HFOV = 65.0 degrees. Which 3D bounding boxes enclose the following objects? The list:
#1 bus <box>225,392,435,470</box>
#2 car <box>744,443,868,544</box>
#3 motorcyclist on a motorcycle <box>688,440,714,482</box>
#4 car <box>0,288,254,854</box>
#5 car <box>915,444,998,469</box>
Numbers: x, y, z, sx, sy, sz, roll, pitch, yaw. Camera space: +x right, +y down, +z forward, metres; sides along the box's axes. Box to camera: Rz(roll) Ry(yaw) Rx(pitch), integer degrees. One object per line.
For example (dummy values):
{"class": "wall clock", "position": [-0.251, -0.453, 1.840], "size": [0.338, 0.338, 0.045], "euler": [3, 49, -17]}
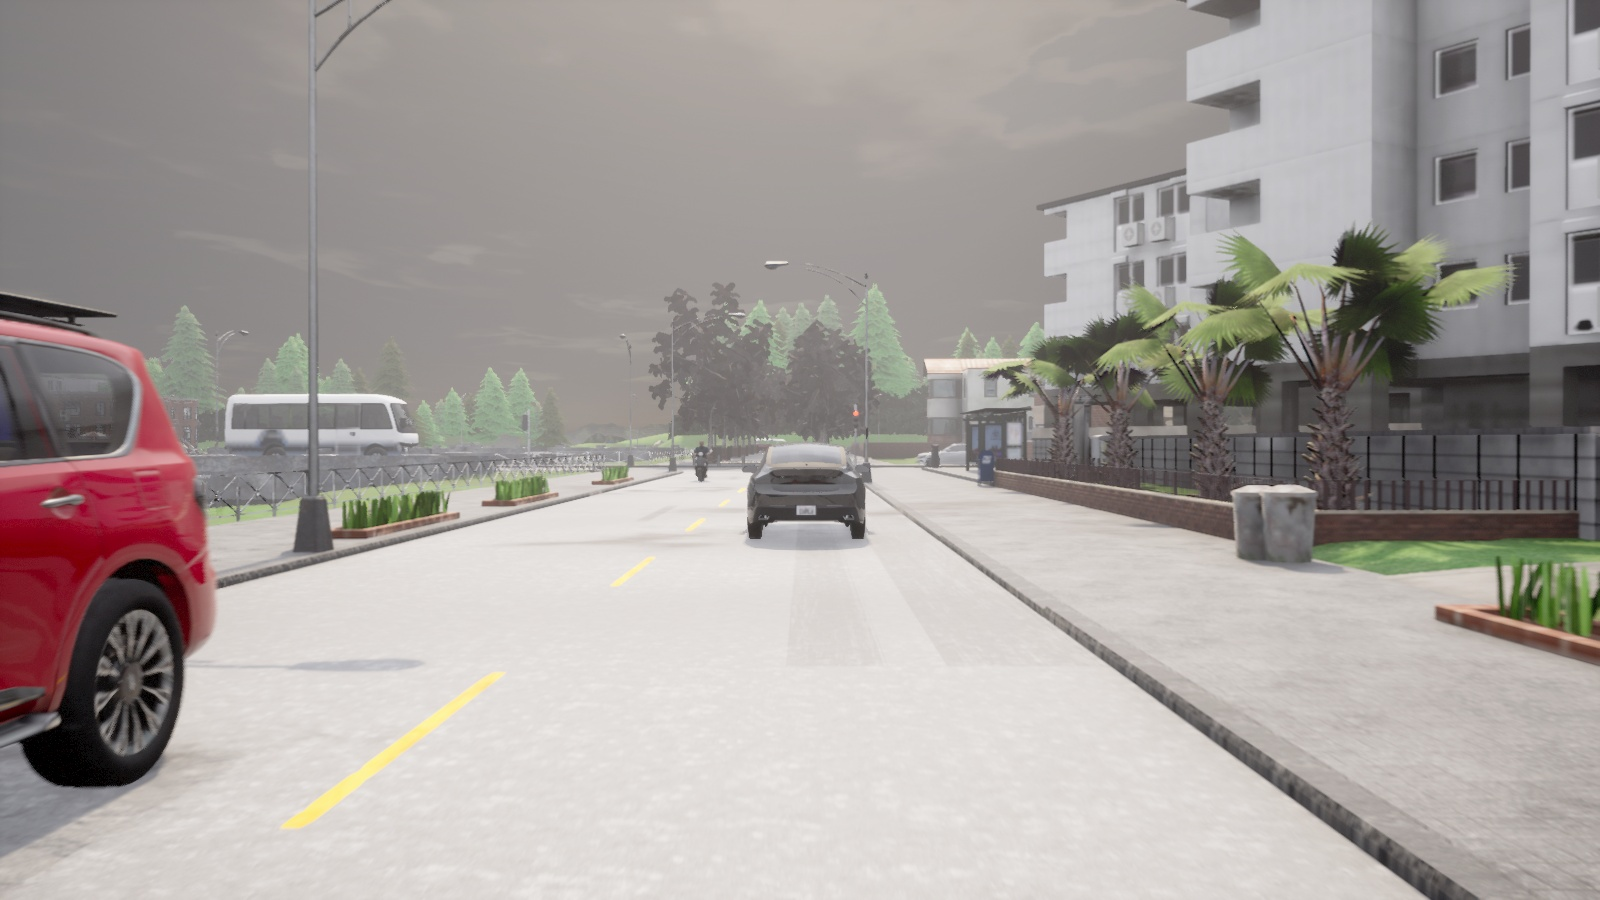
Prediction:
{"class": "bus", "position": [-26.197, -1.049, 70.369], "size": [10.273, 4.253, 3.944], "euler": [0, 0, 2]}
{"class": "car", "position": [0.105, 0.632, 21.030], "size": [1.837, 1.490, 4.892], "euler": [0, 0, 0]}
{"class": "motorcyclist on a motorcycle", "position": [-3.797, 0.424, 48.309], "size": [0.866, 1.590, 1.817], "euler": [0, 0, 0]}
{"class": "car", "position": [-3.969, 0.440, 3.850], "size": [2.150, 2.045, 5.566], "euler": [0, 0, 0]}
{"class": "car", "position": [9.184, 0.360, 74.142], "size": [4.674, 1.442, 1.812], "euler": [0, 0, 0]}
